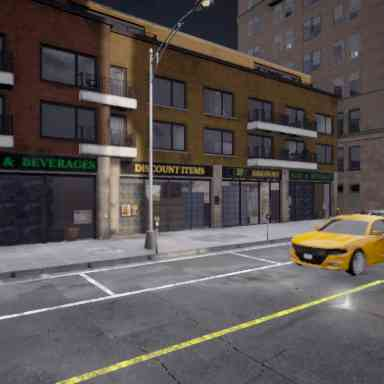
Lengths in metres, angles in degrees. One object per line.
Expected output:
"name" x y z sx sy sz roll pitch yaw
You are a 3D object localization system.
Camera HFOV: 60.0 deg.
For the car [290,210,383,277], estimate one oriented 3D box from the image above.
"car" 5.182 1.477 10.476 5.008 1.535 1.882 0 0 -35
